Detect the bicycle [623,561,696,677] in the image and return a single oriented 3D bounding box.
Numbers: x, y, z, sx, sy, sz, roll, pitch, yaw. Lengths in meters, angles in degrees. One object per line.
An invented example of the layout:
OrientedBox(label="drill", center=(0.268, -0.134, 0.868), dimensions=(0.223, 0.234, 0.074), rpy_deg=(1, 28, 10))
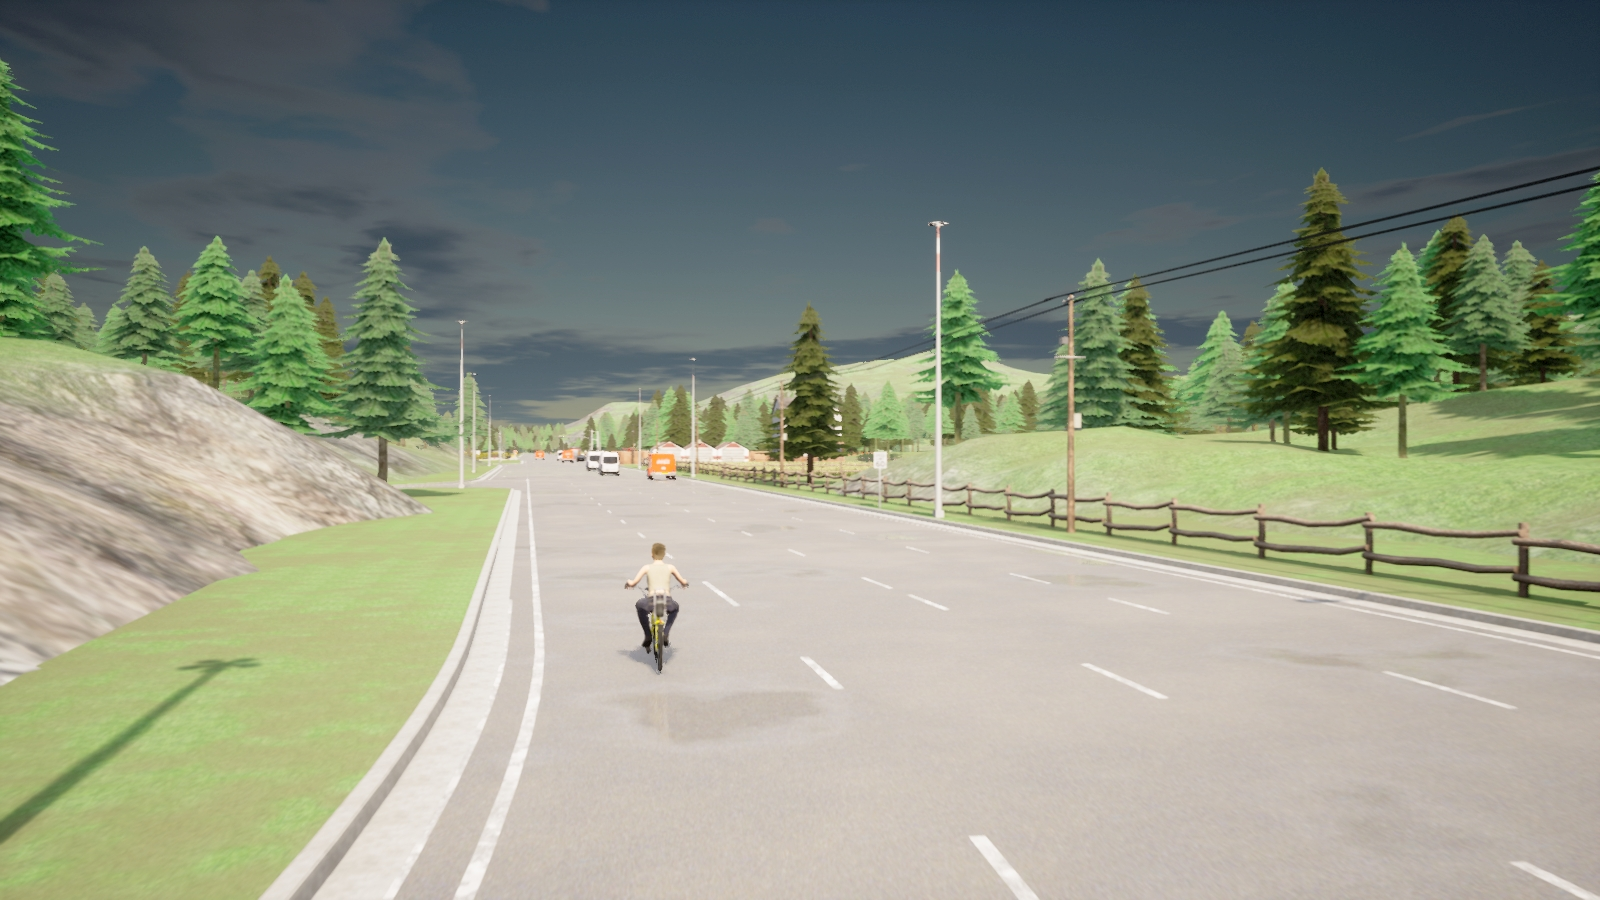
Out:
OrientedBox(label="bicycle", center=(-1.851, 2.158, 14.878), dimensions=(0.859, 1.276, 1.487), rpy_deg=(0, 0, -10))
